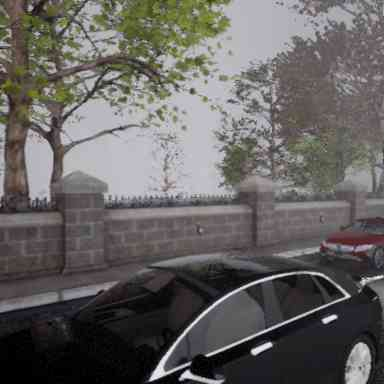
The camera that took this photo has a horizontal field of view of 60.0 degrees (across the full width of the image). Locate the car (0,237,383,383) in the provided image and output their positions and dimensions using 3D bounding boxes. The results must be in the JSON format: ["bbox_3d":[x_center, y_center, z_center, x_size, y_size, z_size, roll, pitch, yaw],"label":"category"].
[{"bbox_3d":[0.116,1.490,3.459,4.892,1.490,1.837,-1,0,-35],"label":"car"}]

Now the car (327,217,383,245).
[{"bbox_3d":[5.906,1.499,10.772,4.206,1.307,1.802,-1,1,-36],"label":"car"}]
